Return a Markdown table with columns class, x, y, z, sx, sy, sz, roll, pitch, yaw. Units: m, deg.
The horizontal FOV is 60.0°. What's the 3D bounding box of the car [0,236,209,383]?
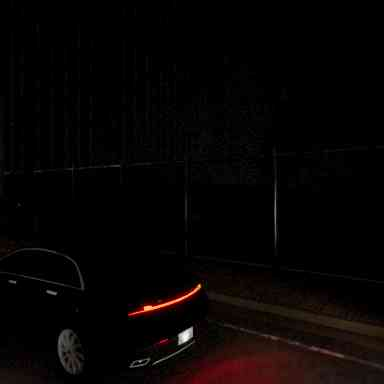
| class | x | y | z | sx | sy | sz | roll | pitch | yaw |
| --- | --- | --- | --- | --- | --- | --- | --- | --- | --- |
| car | -2.041 | 1.505 | 5.474 | 4.892 | 1.490 | 1.837 | 0 | 0 | 36 |
